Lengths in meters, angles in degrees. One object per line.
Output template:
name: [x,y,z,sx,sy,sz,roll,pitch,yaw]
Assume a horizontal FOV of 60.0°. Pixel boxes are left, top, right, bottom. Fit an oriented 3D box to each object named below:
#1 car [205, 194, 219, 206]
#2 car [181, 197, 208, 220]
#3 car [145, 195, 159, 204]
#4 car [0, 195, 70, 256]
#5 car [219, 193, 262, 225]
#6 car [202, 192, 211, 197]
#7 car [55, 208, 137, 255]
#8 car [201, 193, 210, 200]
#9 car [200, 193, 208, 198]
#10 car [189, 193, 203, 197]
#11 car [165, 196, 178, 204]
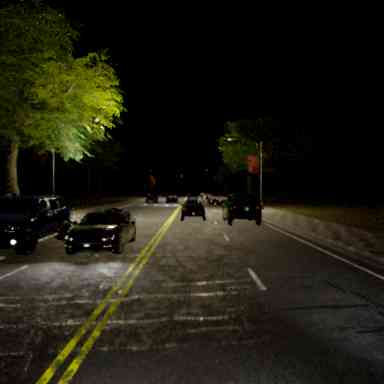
car: [3.252,1.330,48.348,1.895,1.301,4.718,0,0,0]
car: [0.102,1.374,26.461,1.812,1.442,4.674,0,0,0]
car: [-6.547,1.221,54.943,1.812,1.442,4.674,0,0,0]
car: [-6.599,1.145,13.130,2.150,2.045,5.566,0,0,0]
car: [3.348,1.090,22.934,2.150,2.045,5.566,0,0,0]
car: [3.253,1.163,59.317,2.128,1.511,4.902,0,0,0]
car: [-3.349,1.429,12.992,1.837,1.490,4.892,0,0,0]
car: [3.254,1.075,81.316,2.033,1.411,5.357,0,0,0]
car: [3.254,0.994,92.316,2.033,1.411,5.357,0,0,0]
car: [0.103,1.279,48.034,2.033,1.411,5.357,0,0,0]
car: [-3.297,1.297,54.681,1.895,1.301,4.718,0,0,1]
